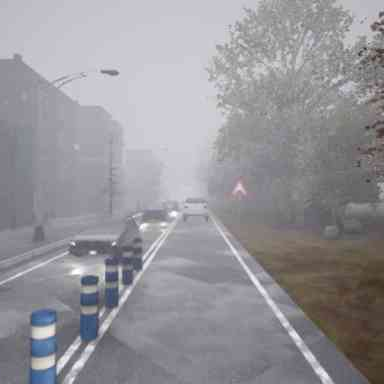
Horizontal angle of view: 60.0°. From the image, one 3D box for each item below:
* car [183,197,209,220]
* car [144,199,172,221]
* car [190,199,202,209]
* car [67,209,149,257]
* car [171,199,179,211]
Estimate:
[{"bbox_3d":[0.357,1.428,30.134,2.150,2.045,5.566,0,0,1],"label":"car"},{"bbox_3d":[-3.099,1.678,29.196,1.882,1.535,5.008,0,0,1],"label":"car"},{"bbox_3d":[0.629,1.874,52.247,1.895,1.301,4.718,1,1,1],"label":"car"},{"bbox_3d":[-3.286,1.654,13.697,2.033,1.411,5.357,0,0,0],"label":"car"},{"bbox_3d":[-2.782,1.782,45.996,2.128,1.511,4.902,0,0,1],"label":"car"}]
